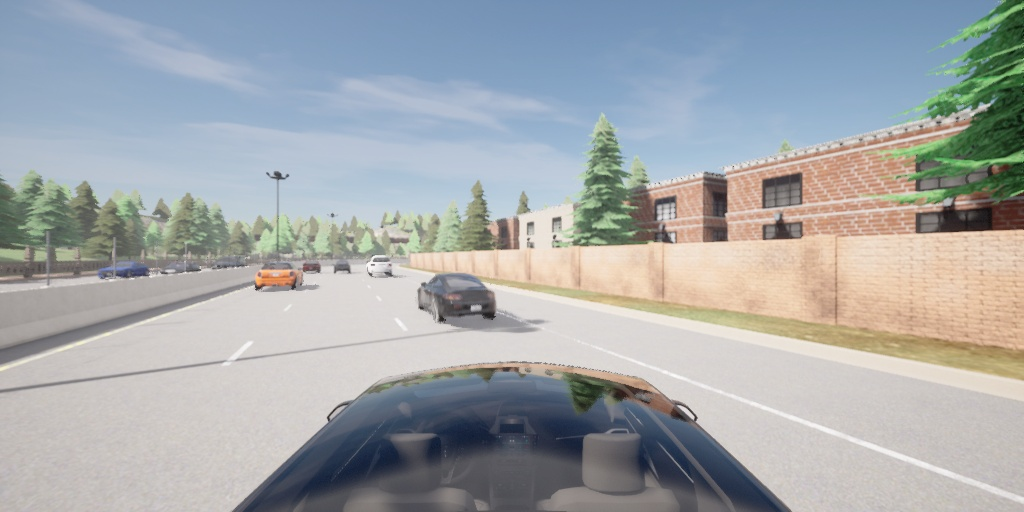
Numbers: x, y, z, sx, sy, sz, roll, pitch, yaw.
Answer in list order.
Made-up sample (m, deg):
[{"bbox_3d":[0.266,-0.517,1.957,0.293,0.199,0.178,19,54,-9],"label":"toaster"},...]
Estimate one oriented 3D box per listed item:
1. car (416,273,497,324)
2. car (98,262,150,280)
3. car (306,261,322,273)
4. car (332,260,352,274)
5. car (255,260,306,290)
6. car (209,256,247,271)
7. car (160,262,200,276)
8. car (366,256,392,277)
[{"bbox_3d":[-2.004,1.307,12.231,1.812,1.442,4.674,0,0,-25],"label":"car"},{"bbox_3d":[-34.847,1.277,32.342,1.882,1.535,5.008,0,-1,-25],"label":"car"},{"bbox_3d":[-25.644,1.335,46.019,1.882,1.535,5.008,0,-1,-25],"label":"car"},{"bbox_3d":[-20.665,1.362,43.660,1.837,1.490,4.892,0,0,-25],"label":"car"},{"bbox_3d":[-14.800,1.152,22.982,2.097,1.767,4.553,0,0,-25],"label":"car"},{"bbox_3d":[-29.488,1.047,37.448,2.150,2.045,5.566,0,-1,-25],"label":"car"},{"bbox_3d":[-32.137,1.304,34.824,2.128,1.511,4.902,0,0,-25],"label":"car"},{"bbox_3d":[-13.872,1.068,37.450,2.150,2.045,5.566,0,0,-25],"label":"car"}]
